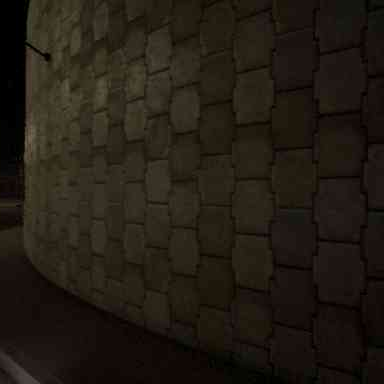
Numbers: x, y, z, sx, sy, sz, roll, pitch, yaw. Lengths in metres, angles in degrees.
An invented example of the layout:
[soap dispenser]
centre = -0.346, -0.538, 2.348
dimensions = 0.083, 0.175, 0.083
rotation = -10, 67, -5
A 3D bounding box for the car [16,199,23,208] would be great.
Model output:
[car]
centre = -25.072, 1.732, 50.654
dimensions = 1.895, 1.301, 4.718
rotation = 1, 0, -11
